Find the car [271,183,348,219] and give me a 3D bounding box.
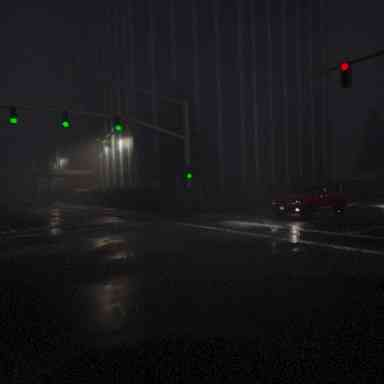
[{"bbox_3d":[7.481,0.475,20.911,5.566,2.045,2.150,-3,2,-34],"label":"car"}]
